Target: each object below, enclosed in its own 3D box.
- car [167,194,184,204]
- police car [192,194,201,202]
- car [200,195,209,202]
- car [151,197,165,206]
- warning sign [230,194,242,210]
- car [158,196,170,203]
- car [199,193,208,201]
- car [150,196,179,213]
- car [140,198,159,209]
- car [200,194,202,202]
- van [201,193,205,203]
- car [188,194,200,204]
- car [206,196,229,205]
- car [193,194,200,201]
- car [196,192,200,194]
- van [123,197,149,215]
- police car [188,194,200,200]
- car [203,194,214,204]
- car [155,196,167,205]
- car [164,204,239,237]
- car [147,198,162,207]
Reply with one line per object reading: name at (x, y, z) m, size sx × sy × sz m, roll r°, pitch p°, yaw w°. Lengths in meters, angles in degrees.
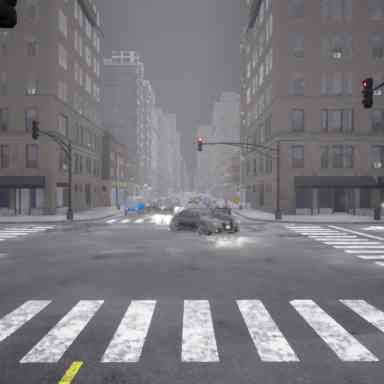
car at (-2.902, 1.494, 52.910) m, size 2.128 × 1.511 × 4.902 m, roll 0°, pitch 0°, yaw 0°
police car at (1.083, 1.421, 79.521) m, size 1.930 × 1.638 × 5.238 m, roll 0°, pitch 0°, yaw -1°
car at (2.952, 1.436, 78.779) m, size 1.967 × 1.590 × 4.097 m, roll 0°, pitch 0°, yaw 0°
car at (-5.657, 1.568, 56.127) m, size 1.947 × 1.339 × 4.313 m, roll 0°, pitch 0°, yaw 0°
warning sign at (5.209, 1.118, 39.410) m, size 1.300 × 1.860 × 1.060 m, roll 0°, pitch 0°, yaw 0°
car at (-5.615, 1.566, 67.463) m, size 1.947 × 1.339 × 4.313 m, roll 0°, pitch 0°, yaw 0°
car at (2.972, 1.309, 84.448) m, size 2.192 × 1.841 × 5.009 m, roll 0°, pitch 0°, yaw 0°
car at (-2.964, 1.493, 36.338) m, size 2.128 × 1.511 × 4.902 m, roll 0°, pitch 0°, yaw 1°
car at (-5.698, 1.568, 44.790) m, size 1.947 × 1.339 × 4.313 m, roll 0°, pitch 0°, yaw 0°
car at (2.890, 1.527, 61.940) m, size 1.752 × 1.417 × 4.829 m, roll 0°, pitch 0°, yaw 0°
van at (2.868, 1.344, 56.101) m, size 1.690 × 1.788 × 3.998 m, roll 0°, pitch 0°, yaw 0°
car at (0.227, 1.602, 63.024) m, size 1.895 × 1.301 × 4.718 m, roll 0°, pitch 0°, yaw 0°
car at (2.786, 1.442, 33.425) m, size 1.967 × 1.590 × 4.097 m, roll 0°, pitch 0°, yaw 0°
car at (1.110, 1.447, 89.616) m, size 1.801 × 1.575 × 5.366 m, roll 0°, pitch 0°, yaw 0°
car at (0.263, 1.291, 72.998) m, size 1.882 × 1.535 × 5.008 m, roll 0°, pitch 0°, yaw 0°
van at (-5.740, 1.343, 33.454) m, size 1.690 × 1.788 × 3.998 m, roll 0°, pitch 0°, yaw 0°
police car at (0.618, 1.414, 95.445) m, size 1.930 × 1.638 × 5.238 m, roll 0°, pitch 0°, yaw -16°
car at (2.827, 1.443, 44.763) m, size 1.967 × 1.590 × 4.097 m, roll 0°, pitch 0°, yaw 0°
car at (-5.637, 1.527, 61.625) m, size 1.752 × 1.417 × 4.829 m, roll 0°, pitch 0°, yaw 0°
car at (0.572, 1.565, 18.203) m, size 1.994 × 1.385 × 4.181 m, roll 0°, pitch 0°, yaw -38°
car at (-5.678, 1.585, 50.459) m, size 1.802 × 1.307 × 4.206 m, roll 0°, pitch 0°, yaw 0°
